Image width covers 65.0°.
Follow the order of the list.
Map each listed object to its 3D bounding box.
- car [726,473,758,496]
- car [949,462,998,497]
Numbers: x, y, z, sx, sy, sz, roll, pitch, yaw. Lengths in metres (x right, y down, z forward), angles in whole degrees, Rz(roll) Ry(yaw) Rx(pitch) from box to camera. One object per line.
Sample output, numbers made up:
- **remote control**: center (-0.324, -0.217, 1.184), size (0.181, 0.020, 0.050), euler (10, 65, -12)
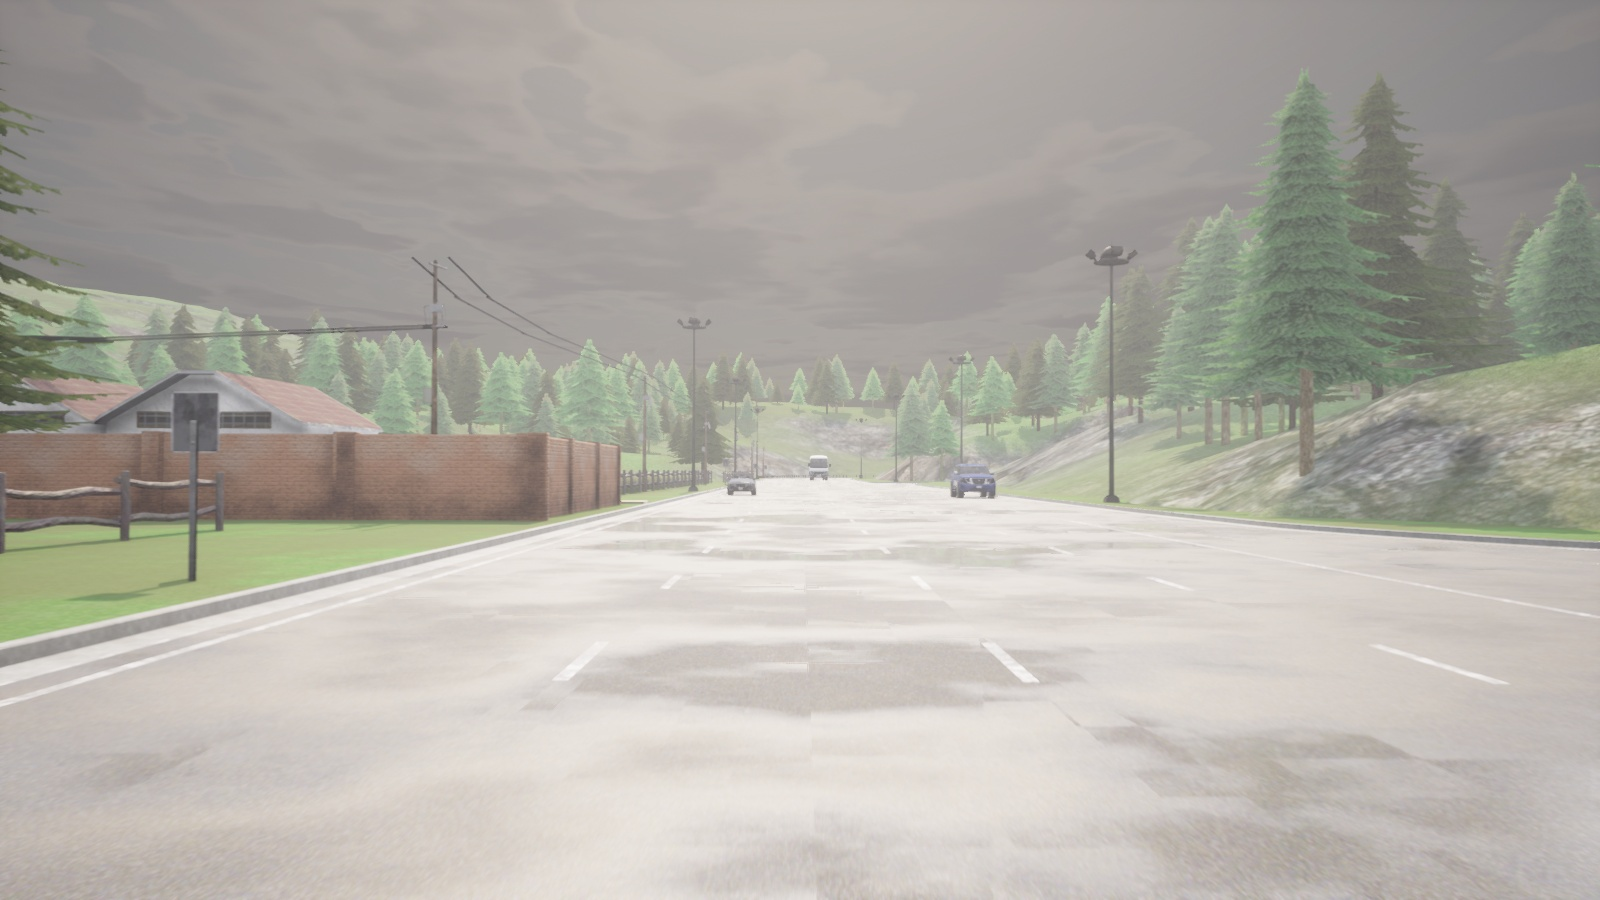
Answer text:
- **car**: center (-3.684, 2.186, 80.260), size (1.816, 1.474, 4.193), euler (0, -1, 0)
- **car**: center (10.327, 1.748, 75.002), size (2.150, 2.045, 5.566), euler (0, -1, 0)
